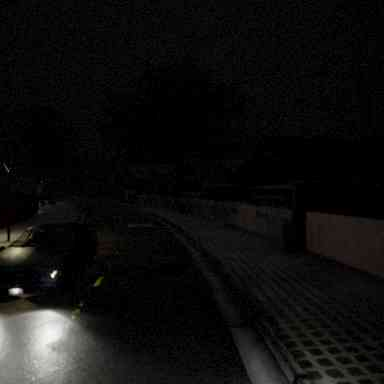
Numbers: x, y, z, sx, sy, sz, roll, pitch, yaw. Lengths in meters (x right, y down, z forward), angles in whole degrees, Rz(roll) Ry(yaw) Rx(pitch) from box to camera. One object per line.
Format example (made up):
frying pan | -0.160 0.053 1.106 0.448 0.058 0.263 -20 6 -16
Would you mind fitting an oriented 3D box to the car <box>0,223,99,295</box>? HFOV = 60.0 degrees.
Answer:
car | -3.820 1.604 9.260 2.033 1.411 5.357 0 0 -7
